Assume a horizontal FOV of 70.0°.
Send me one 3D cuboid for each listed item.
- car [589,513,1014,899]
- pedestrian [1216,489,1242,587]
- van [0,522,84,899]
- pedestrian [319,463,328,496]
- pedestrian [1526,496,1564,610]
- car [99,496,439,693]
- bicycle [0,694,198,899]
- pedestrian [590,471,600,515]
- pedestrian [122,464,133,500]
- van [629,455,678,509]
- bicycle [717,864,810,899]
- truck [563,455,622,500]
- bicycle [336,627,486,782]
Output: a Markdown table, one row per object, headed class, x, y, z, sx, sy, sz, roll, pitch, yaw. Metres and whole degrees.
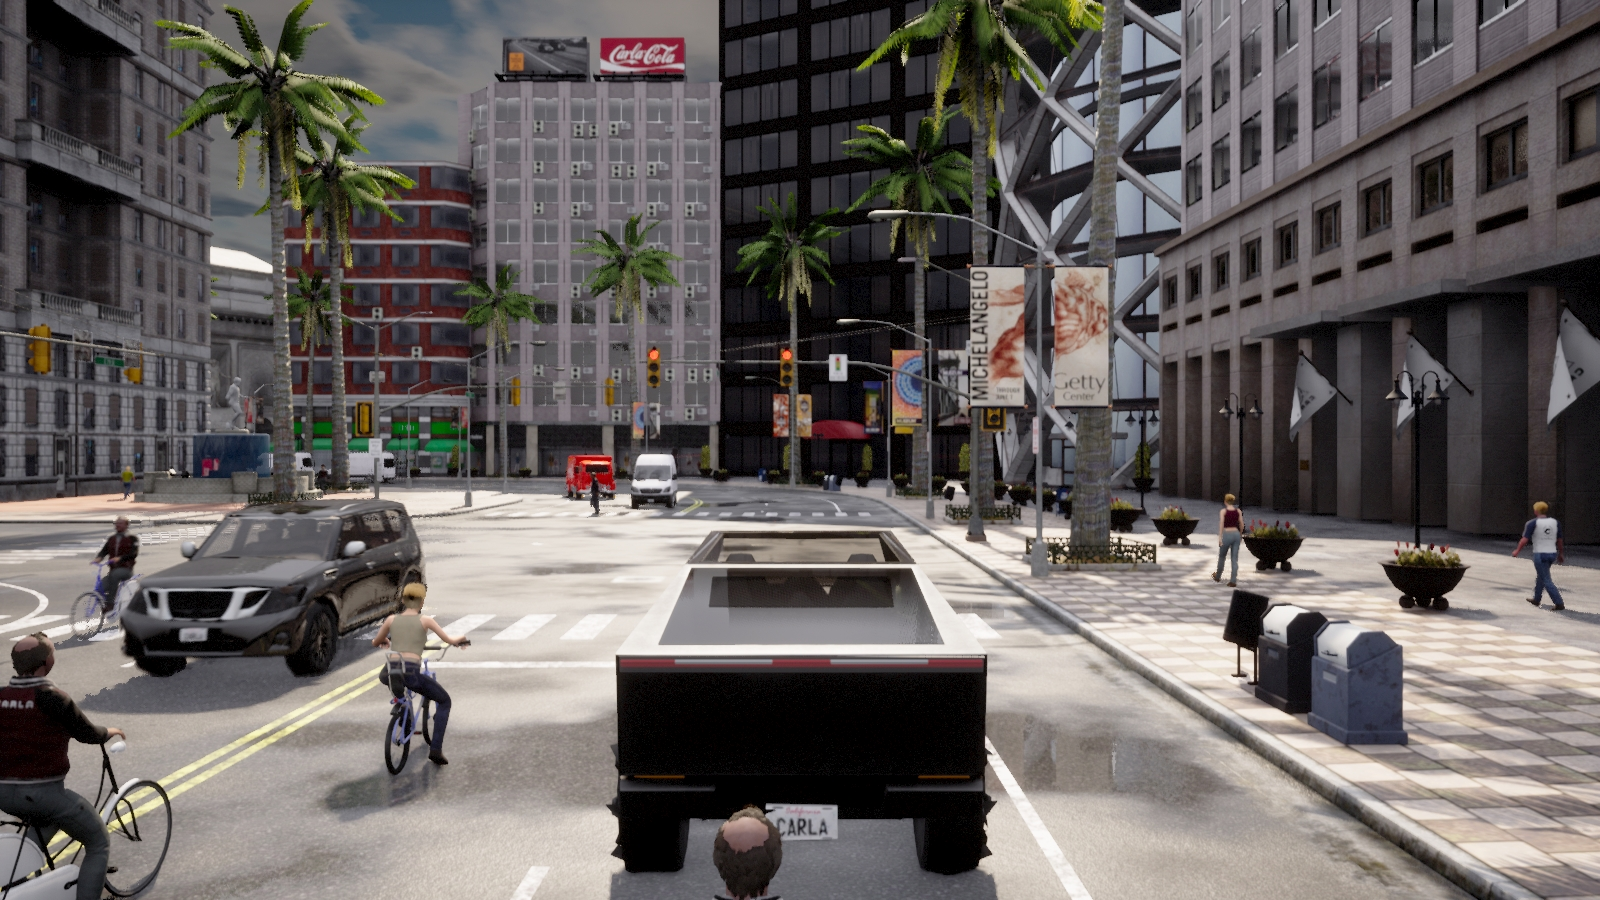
| class | x | y | z | sx | sy | sz | roll | pitch | yaw |
| --- | --- | --- | --- | --- | --- | --- | --- | --- | --- |
| car | 0.011 | 1.752 | 9.550 | 2.390 | 2.098 | 6.274 | 0 | 0 | 0 |
| pedestrian | 8.291 | 1.695 | 22.092 | 0.375 | 1.860 | 0.375 | 0 | 0 | 1 |
| van | -3.501 | 1.534 | 1.043 | 1.988 | 2.561 | 5.915 | 0 | 0 | 0 |
| pedestrian | -27.357 | 1.688 | 65.592 | 0.375 | 1.860 | 0.375 | 0 | 0 | -43 |
| pedestrian | 12.322 | 1.698 | 18.906 | 0.375 | 1.860 | 0.375 | 0 | 0 | 0 |
| car | -6.985 | 1.777 | 15.923 | 2.150 | 2.045 | 5.566 | 0 | 0 | 0 |
| bicycle | -4.243 | 2.209 | 6.662 | 0.329 | 1.171 | 1.835 | 0 | 0 | 6 |
| pedestrian | -8.731 | 1.842 | 48.654 | 0.375 | 1.860 | 0.375 | 0 | 0 | -11 |
| pedestrian | -35.376 | 1.687 | 60.095 | 0.375 | 1.860 | 0.375 | 0 | 0 | -11 |
| van | -7.211 | 1.526 | 56.849 | 1.988 | 2.561 | 5.915 | 0 | 0 | -3 |
| bicycle | -0.147 | 2.209 | 3.549 | 0.329 | 1.171 | 1.835 | 0 | 0 | 1 |
| truck | -12.034 | 1.557 | 65.999 | 2.627 | 2.467 | 5.204 | 0 | 0 | -18 |
| bicycle | -3.473 | 2.254 | 10.347 | 0.859 | 1.080 | 1.487 | 0 | 0 | 0 |
